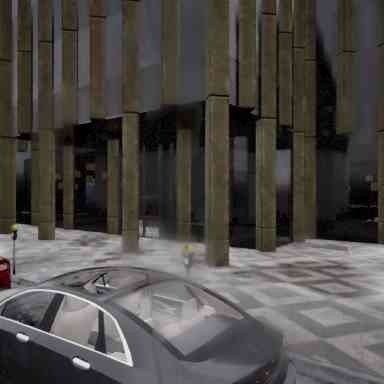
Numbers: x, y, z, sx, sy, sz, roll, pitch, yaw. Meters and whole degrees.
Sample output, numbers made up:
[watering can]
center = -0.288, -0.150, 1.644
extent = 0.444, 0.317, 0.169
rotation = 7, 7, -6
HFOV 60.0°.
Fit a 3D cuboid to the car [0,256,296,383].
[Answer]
[car]
center = -1.114, 1.551, 3.763
extent = 4.403, 1.369, 2.008
rotation = 0, 0, 36
